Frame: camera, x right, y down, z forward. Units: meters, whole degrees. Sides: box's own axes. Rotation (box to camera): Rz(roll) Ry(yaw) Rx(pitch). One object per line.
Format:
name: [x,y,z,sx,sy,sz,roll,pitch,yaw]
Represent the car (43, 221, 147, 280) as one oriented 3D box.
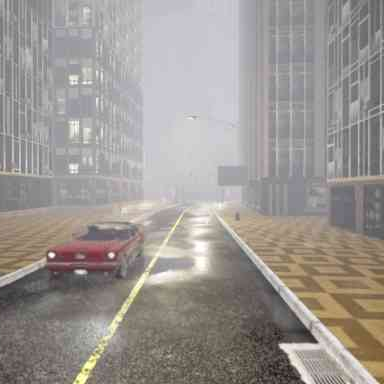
car: [-2.628,1.600,10.125,1.895,1.301,4.718,0,0,1]
